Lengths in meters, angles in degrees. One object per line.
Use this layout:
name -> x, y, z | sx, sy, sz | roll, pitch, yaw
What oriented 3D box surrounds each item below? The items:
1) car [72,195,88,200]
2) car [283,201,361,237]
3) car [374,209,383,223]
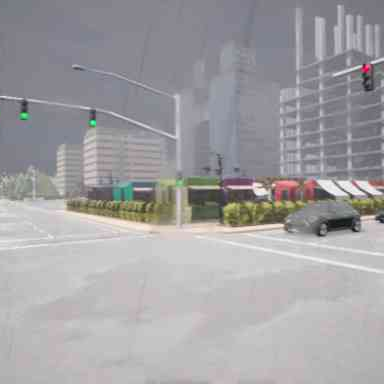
car -> -23.571, 1.595, 73.051 | 3.866, 1.878, 1.905 | -1, 0, -34
car -> 7.019, 1.319, 17.893 | 4.553, 1.767, 2.097 | -1, 0, -34
car -> 14.893, 1.442, 23.153 | 5.357, 1.411, 2.033 | -1, 0, -34
